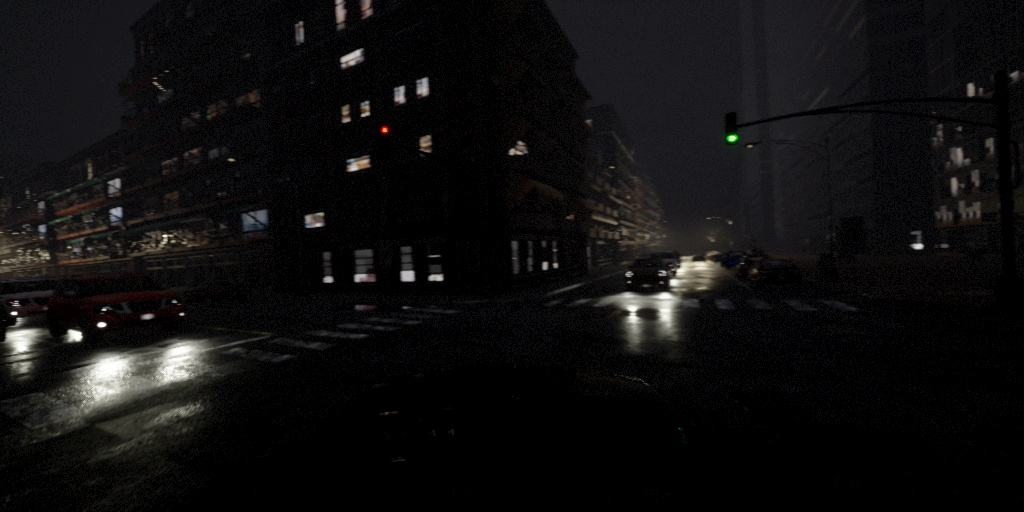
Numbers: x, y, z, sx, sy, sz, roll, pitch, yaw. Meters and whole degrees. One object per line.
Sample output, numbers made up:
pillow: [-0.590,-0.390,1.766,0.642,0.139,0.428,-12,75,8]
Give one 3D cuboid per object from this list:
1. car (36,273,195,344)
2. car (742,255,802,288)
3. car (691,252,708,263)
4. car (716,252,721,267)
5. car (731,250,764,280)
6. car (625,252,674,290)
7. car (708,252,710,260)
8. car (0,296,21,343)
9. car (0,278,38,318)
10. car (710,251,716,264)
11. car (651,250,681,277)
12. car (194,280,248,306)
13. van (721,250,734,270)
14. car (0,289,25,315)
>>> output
car: [-13.782,1.647,12.401,5.566,2.045,2.150,-3,0,27]
car: [13.127,0.796,18.070,1.888,1.381,4.507,0,0,27]
car: [29.131,0.309,55.988,1.994,1.385,4.181,-3,0,27]
car: [23.236,0.457,38.263,1.888,1.381,4.507,0,0,27]
car: [15.654,0.606,23.118,1.967,1.591,4.097,0,0,27]
car: [7.654,0.875,20.015,2.097,1.767,4.553,-3,0,26]
car: [30.823,0.089,53.404,1.967,1.591,4.097,0,0,27]
car: [-18.298,2.202,11.719,4.507,1.381,1.888,0,0,27]
car: [-22.962,2.069,17.165,5.566,2.045,2.150,-3,0,27]
car: [28.290,0.178,48.358,1.967,1.591,4.097,0,0,27]
car: [12.364,0.588,29.494,2.150,2.045,5.566,-3,0,27]
car: [-17.316,2.082,20.908,4.507,1.381,1.888,0,0,27]
van: [20.709,0.338,33.214,1.690,1.789,3.998,0,0,27]
car: [-31.895,2.824,21.826,4.181,1.385,1.994,-3,0,27]
